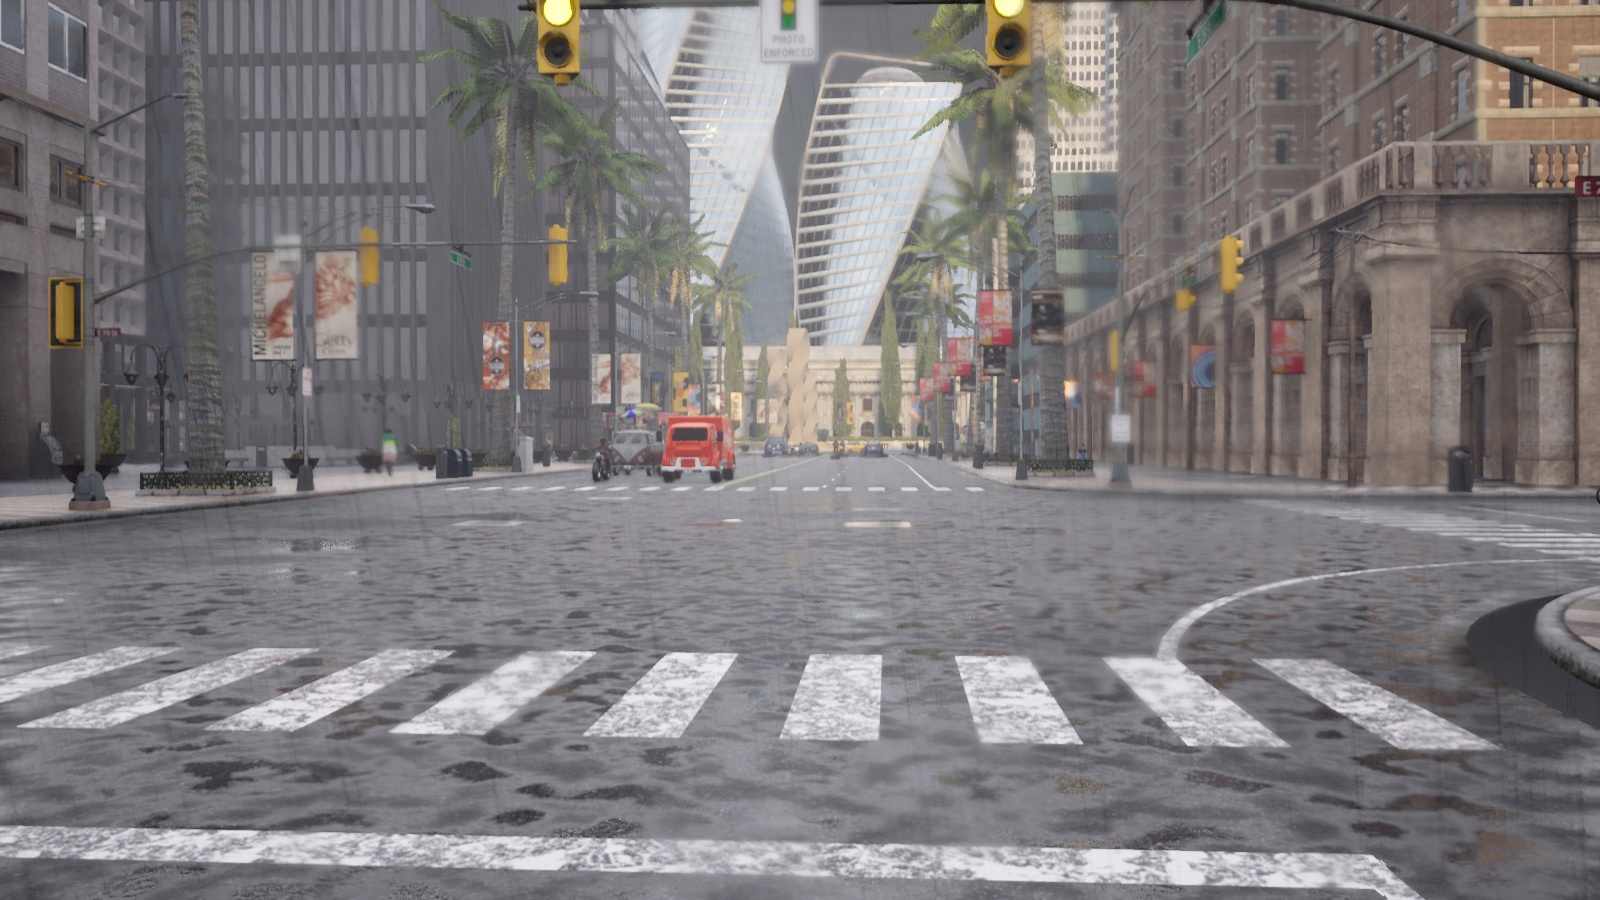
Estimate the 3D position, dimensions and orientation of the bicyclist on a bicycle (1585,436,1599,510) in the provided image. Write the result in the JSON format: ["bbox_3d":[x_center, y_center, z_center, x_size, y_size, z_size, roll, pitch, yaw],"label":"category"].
[{"bbox_3d":[18.287,0.508,27.618,1.509,1.612,0.866,0,0,3],"label":"bicyclist on a bicycle"}]

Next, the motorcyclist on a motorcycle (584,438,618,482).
[{"bbox_3d":[-7.542,0.367,47.763,0.766,1.649,2.350,0,1,4],"label":"motorcyclist on a motorcycle"}]

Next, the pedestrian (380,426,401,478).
[{"bbox_3d":[-15.530,0.069,47.626,0.659,1.952,0.873,0,0,-10],"label":"pedestrian"}]

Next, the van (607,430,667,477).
[{"bbox_3d":[-7.087,0.121,55.048,1.775,1.987,4.442,0,0,4],"label":"van"}]

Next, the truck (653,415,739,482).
[{"bbox_3d":[-3.975,-0.075,48.914,2.627,2.467,5.204,0,0,4],"label":"truck"}]
